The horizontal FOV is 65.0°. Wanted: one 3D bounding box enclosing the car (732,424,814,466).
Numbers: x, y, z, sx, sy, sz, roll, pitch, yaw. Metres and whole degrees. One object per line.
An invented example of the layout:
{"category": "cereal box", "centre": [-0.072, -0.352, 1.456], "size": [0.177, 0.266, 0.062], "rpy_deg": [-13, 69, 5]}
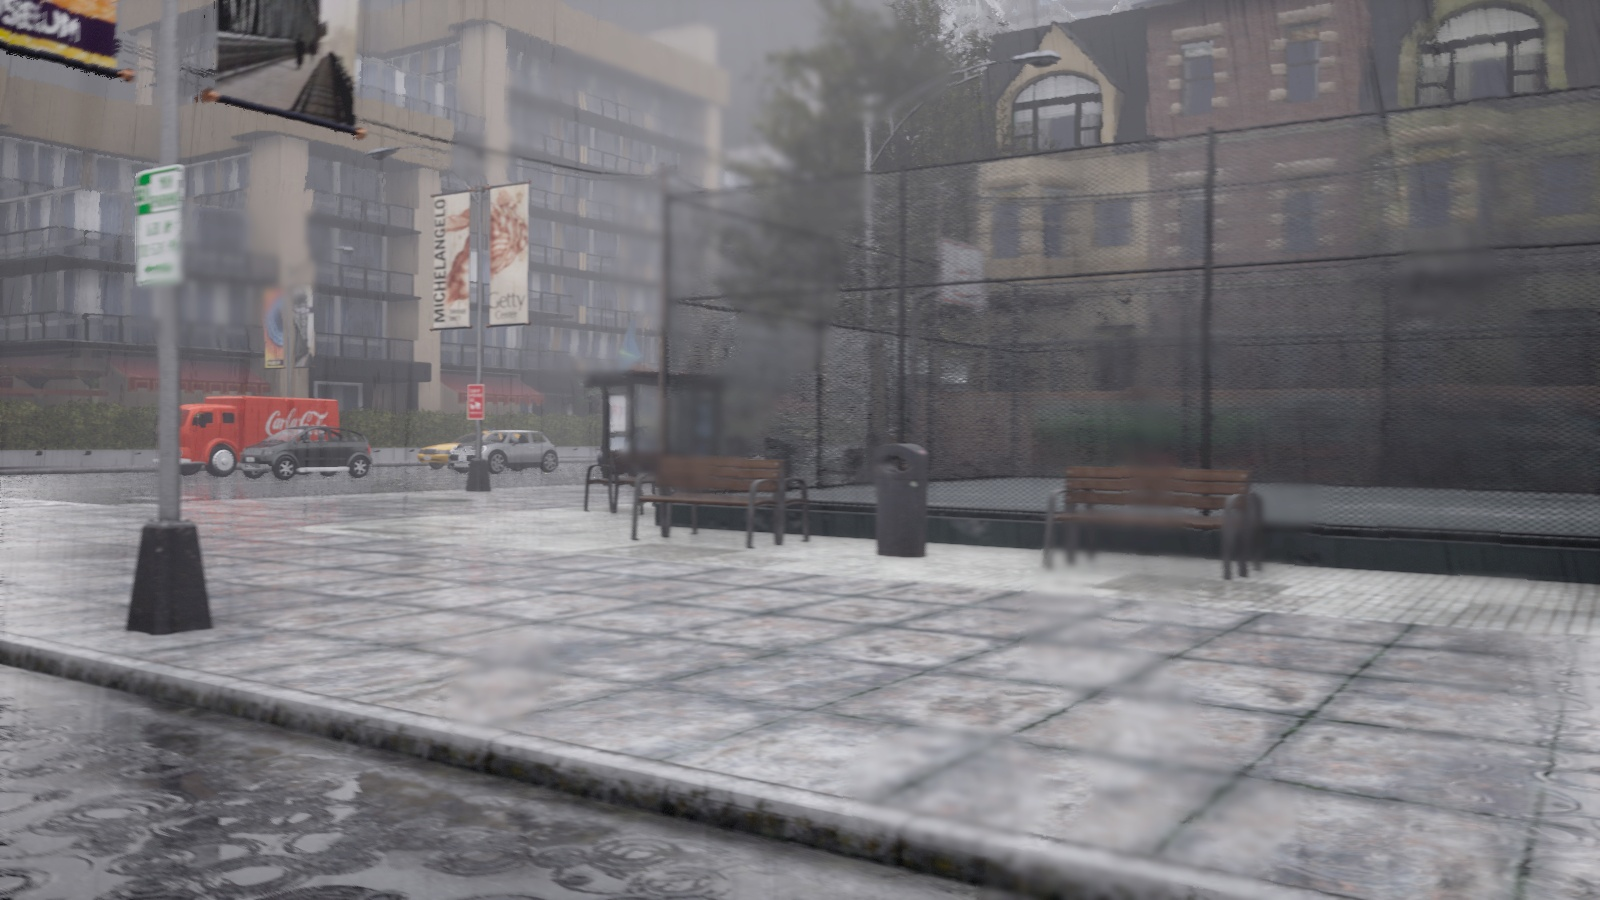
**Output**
{"category": "car", "centre": [-1.185, -0.248, 57.606], "size": [1.905, 1.878, 3.866], "rpy_deg": [0, 1, 33]}

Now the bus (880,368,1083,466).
{"category": "bus", "centre": [8.724, -1.532, 59.173], "size": [10.273, 4.253, 3.944], "rpy_deg": [-1, 2, -44]}

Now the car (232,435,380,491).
{"category": "car", "centre": [-14.551, 0.335, 37.119], "size": [1.789, 1.549, 3.705], "rpy_deg": [0, 1, 33]}

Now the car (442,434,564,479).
{"category": "car", "centre": [-10.277, 0.194, 43.652], "size": [1.970, 1.475, 3.806], "rpy_deg": [0, 1, 33]}

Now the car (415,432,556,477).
{"category": "car", "centre": [-11.836, 0.127, 47.667], "size": [1.801, 1.575, 5.366], "rpy_deg": [0, 1, 33]}

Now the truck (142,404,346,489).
{"category": "truck", "centre": [-17.290, -0.135, 39.312], "size": [2.627, 2.467, 5.204], "rpy_deg": [0, 1, 33]}
